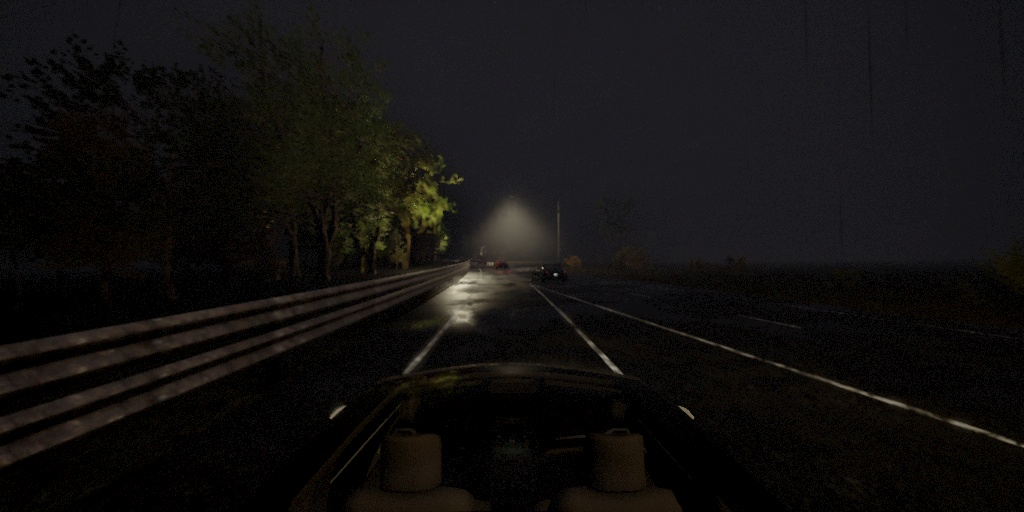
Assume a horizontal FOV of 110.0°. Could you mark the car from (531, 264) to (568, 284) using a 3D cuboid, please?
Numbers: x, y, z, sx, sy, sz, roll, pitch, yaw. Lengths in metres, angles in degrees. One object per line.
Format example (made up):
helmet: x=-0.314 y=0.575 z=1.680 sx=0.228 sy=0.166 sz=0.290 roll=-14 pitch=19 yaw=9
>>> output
car: x=2.723 y=1.272 z=27.129 sx=1.994 sy=1.385 sz=4.181 roll=0 pitch=0 yaw=-10

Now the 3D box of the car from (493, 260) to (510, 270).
car: x=-1.583 y=1.265 z=51.046 sx=1.812 sy=1.442 sz=4.674 roll=-1 pitch=0 yaw=-10
